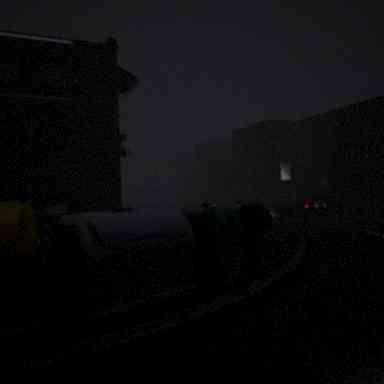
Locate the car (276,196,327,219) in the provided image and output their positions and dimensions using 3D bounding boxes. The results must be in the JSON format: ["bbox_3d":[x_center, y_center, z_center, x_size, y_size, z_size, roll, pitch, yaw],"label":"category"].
[{"bbox_3d":[8.646,1.155,26.761,2.097,1.767,4.553,-2,-1,-17],"label":"car"}]

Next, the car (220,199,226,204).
[{"bbox_3d":[2.699,1.705,42.683,2.097,1.767,4.553,-2,-1,-22],"label":"car"}]

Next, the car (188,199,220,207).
[{"bbox_3d":[1.022,1.847,38.293,1.837,1.490,4.892,-2,-1,-22],"label":"car"}]
